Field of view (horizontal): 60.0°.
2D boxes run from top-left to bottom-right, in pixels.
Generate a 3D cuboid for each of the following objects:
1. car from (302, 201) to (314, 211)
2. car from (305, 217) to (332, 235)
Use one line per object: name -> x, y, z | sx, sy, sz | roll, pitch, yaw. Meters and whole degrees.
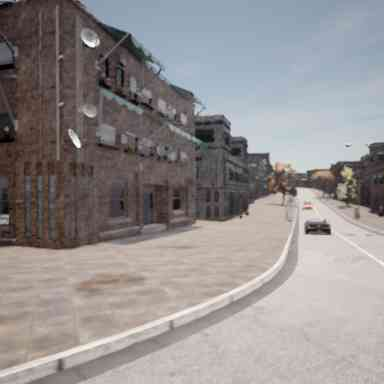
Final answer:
car -> 22.921, 2.694, 65.920 | 2.097, 1.767, 4.553 | -1, 1, 18
car -> 10.278, 2.756, 27.280 | 1.895, 1.301, 4.718 | -1, -4, 18
